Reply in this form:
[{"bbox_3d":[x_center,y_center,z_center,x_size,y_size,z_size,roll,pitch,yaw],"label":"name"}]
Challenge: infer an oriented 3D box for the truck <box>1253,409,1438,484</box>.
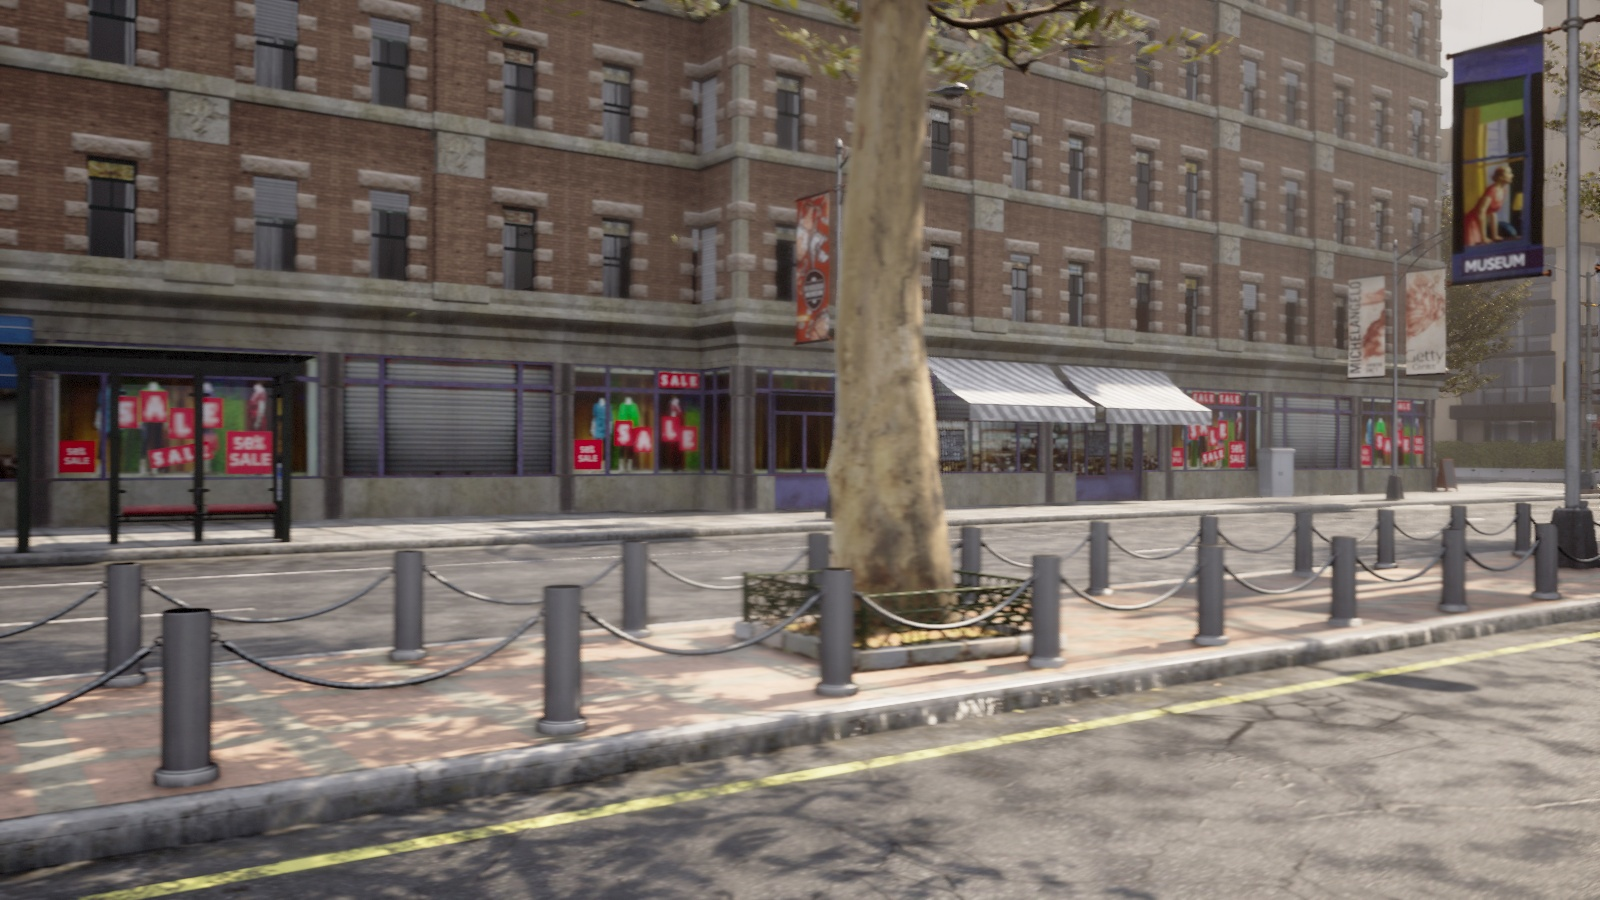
[{"bbox_3d":[26.566,-0.142,61.553,2.891,3.462,7.936,0,0,-35],"label":"truck"}]
